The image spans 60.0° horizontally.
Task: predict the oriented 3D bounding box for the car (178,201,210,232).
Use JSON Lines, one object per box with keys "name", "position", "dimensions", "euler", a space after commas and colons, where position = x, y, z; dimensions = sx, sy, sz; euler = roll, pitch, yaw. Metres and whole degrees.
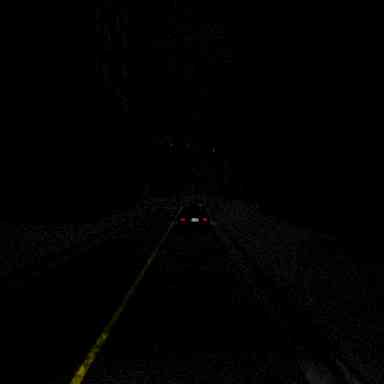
{"name": "car", "position": [0.105, 1.532, 20.185], "dimensions": [2.033, 1.411, 5.357], "euler": [0, 0, 0]}
